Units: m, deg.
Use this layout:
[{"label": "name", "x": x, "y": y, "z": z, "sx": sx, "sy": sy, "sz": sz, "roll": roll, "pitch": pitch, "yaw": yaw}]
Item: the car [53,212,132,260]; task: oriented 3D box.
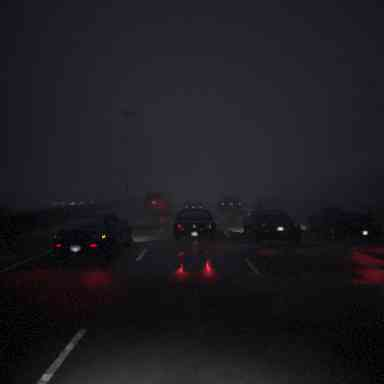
[{"label": "car", "x": -3.389, "y": 1.452, "z": 11.991, "sx": 1.812, "sy": 1.442, "sz": 4.674, "roll": 0, "pitch": 0, "yaw": 0}]

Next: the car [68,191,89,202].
[{"label": "car", "x": -20.926, "y": 0.833, "z": 63.196, "sx": 2.150, "sy": 2.045, "sz": 5.566, "roll": 0, "pitch": 1, "yaw": 0}]

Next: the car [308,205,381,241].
[{"label": "car", "x": 7.118, "y": 1.407, "z": 16.078, "sx": 1.837, "sy": 1.490, "sz": 4.892, "roll": 0, "pitch": 0, "yaw": 0}]

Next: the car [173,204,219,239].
[{"label": "car", "x": 0.121, "y": 1.499, "z": 16.599, "sx": 1.895, "sy": 1.301, "sz": 4.718, "roll": 0, "pitch": 0, "yaw": 0}]

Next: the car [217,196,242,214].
[{"label": "car", "x": 3.640, "y": 1.153, "z": 32.659, "sx": 2.097, "sy": 1.767, "sz": 4.553, "roll": 0, "pitch": 0, "yaw": 0}]

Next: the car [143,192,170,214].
[{"label": "car", "x": -3.359, "y": 1.025, "z": 32.075, "sx": 2.150, "sy": 2.045, "sz": 5.566, "roll": 0, "pitch": 0, "yaw": 0}]

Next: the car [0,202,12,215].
[{"label": "car", "x": -14.070, "y": 1.353, "z": 22.345, "sx": 2.128, "sy": 1.511, "sz": 4.902, "roll": 0, "pitch": 0, "yaw": 0}]

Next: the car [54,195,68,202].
[{"label": "car", "x": -24.419, "y": 1.211, "z": 63.047, "sx": 1.895, "sy": 1.301, "sz": 4.718, "roll": 0, "pitch": 0, "yaw": 0}]

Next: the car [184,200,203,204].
[{"label": "car", "x": 0.141, "y": 1.407, "z": 31.791, "sx": 1.895, "sy": 1.301, "sz": 4.718, "roll": 0, "pitch": 0, "yaw": 0}]

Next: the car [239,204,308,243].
[{"label": "car", "x": 3.617, "y": 1.469, "z": 15.589, "sx": 1.994, "sy": 1.385, "sz": 4.181, "roll": 0, "pitch": 0, "yaw": 0}]

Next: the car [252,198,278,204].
[{"label": "car", "x": 7.141, "y": 1.291, "z": 32.927, "sx": 2.128, "sy": 1.511, "sz": 4.902, "roll": 0, "pitch": 0, "yaw": 0}]

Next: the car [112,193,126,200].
[{"label": "car", "x": -13.934, "y": 0.962, "z": 63.881, "sx": 2.097, "sy": 1.767, "sz": 4.553, "roll": 0, "pitch": 0, "yaw": 1}]

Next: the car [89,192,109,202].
[{"label": "car", "x": -17.428, "y": 0.963, "z": 63.705, "sx": 2.097, "sy": 1.767, "sz": 4.553, "roll": 0, "pitch": 0, "yaw": 0}]
